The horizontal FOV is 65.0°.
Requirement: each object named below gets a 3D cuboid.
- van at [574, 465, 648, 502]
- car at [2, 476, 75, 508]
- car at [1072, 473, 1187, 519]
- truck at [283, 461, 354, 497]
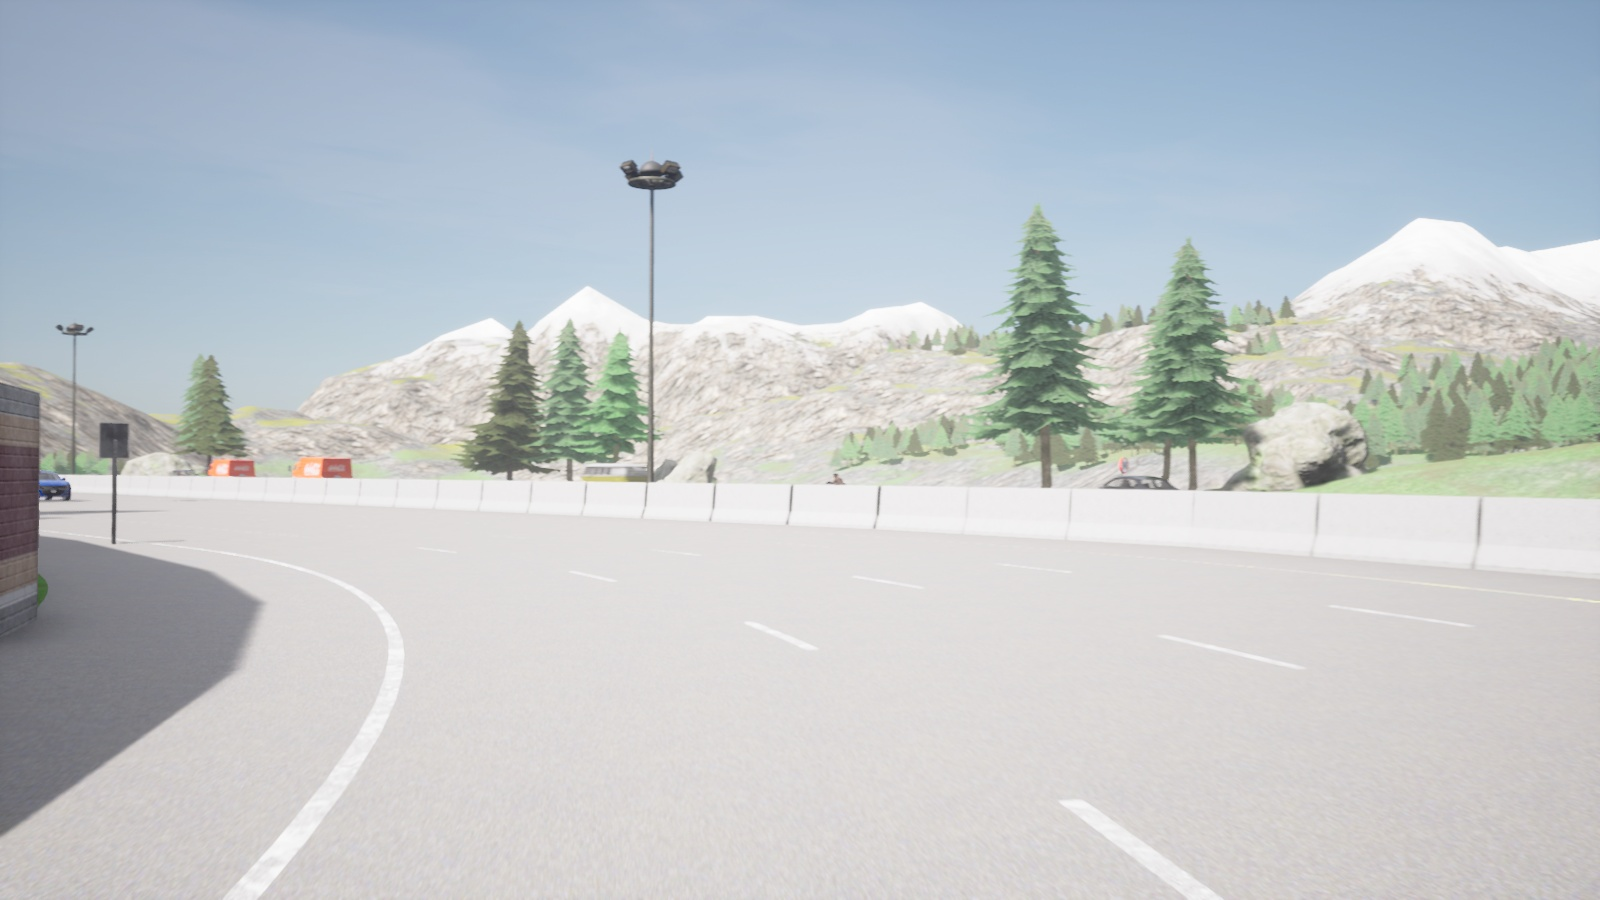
[{"bbox_3d":[-10.542,1.823,69.877,4.442,1.987,1.775,-1,-1,44],"label":"van"},{"bbox_3d":[-37.597,2.046,61.967,5.008,1.535,1.882,-2,-2,44],"label":"car"},{"bbox_3d":[11.150,1.513,42.772,1.816,1.474,4.193,0,-1,-18],"label":"car"},{"bbox_3d":[-33.473,1.997,87.223,5.204,2.467,2.627,-1,-1,44],"label":"truck"}]
